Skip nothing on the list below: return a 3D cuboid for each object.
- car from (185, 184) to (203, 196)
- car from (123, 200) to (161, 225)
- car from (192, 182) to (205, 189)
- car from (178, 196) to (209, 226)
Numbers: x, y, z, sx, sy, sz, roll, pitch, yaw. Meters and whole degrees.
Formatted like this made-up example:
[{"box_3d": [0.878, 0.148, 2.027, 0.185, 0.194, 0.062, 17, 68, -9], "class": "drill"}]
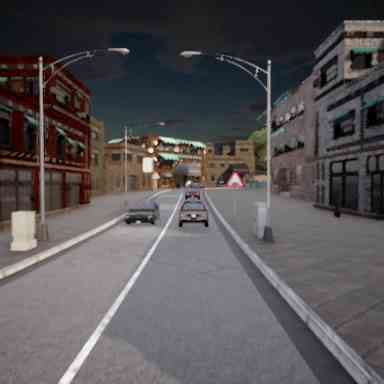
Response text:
[{"box_3d": [0.078, 0.122, 42.582, 1.895, 1.301, 4.718, 0, 4, 0], "class": "car"}, {"box_3d": [-3.104, 1.271, 21.887, 2.033, 1.411, 5.357, 0, 2, 0], "class": "car"}, {"box_3d": [0.708, -1.130, 63.461, 1.994, 1.385, 4.181, 1, 2, 34], "class": "car"}, {"box_3d": [0.093, 1.292, 21.338, 2.033, 1.411, 5.357, 0, 2, 0], "class": "car"}]
